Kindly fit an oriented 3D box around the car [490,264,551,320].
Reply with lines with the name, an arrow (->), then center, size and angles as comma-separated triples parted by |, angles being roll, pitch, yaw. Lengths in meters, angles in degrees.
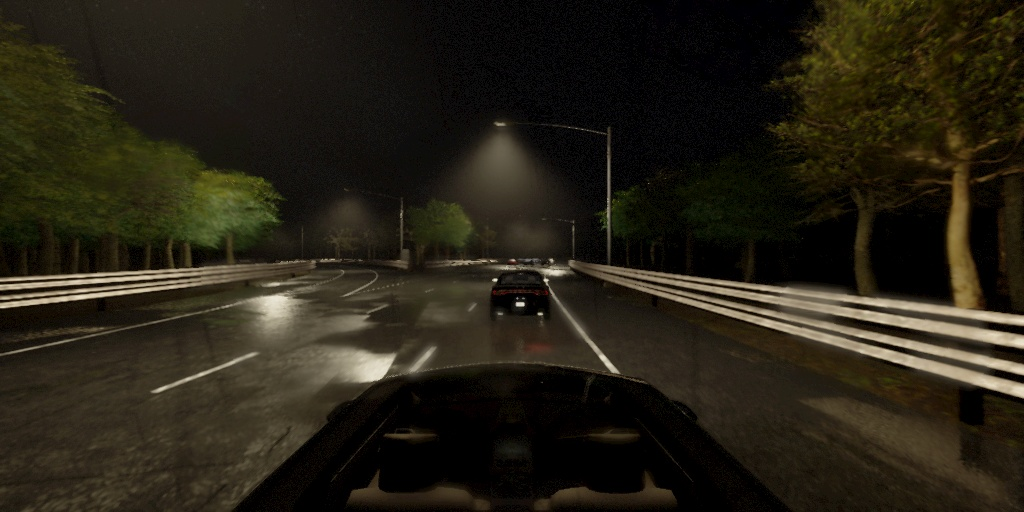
car -> 0.306, 1.230, 12.727 | 1.882, 1.535, 5.008 | 0, 0, 2
